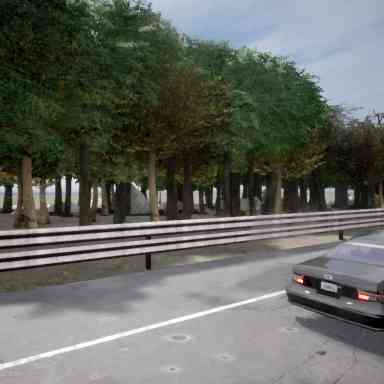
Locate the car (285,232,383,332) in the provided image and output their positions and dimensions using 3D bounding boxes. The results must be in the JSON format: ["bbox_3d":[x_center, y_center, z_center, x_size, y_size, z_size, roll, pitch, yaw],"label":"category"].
[{"bbox_3d":[4.209,1.547,6.727,5.357,1.411,2.033,0,0,-36],"label":"car"}]
